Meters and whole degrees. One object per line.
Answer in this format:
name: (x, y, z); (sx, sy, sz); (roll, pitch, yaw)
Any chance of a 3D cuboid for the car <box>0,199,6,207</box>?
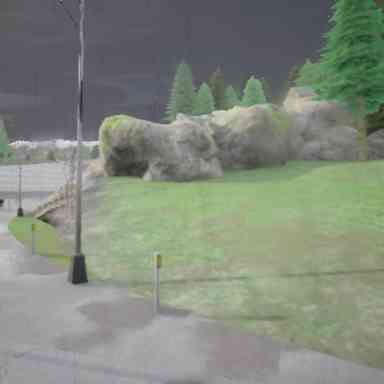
car: (-21.073, 0.995, 34.455); (1.895, 1.301, 4.718); (1, 1, -9)
